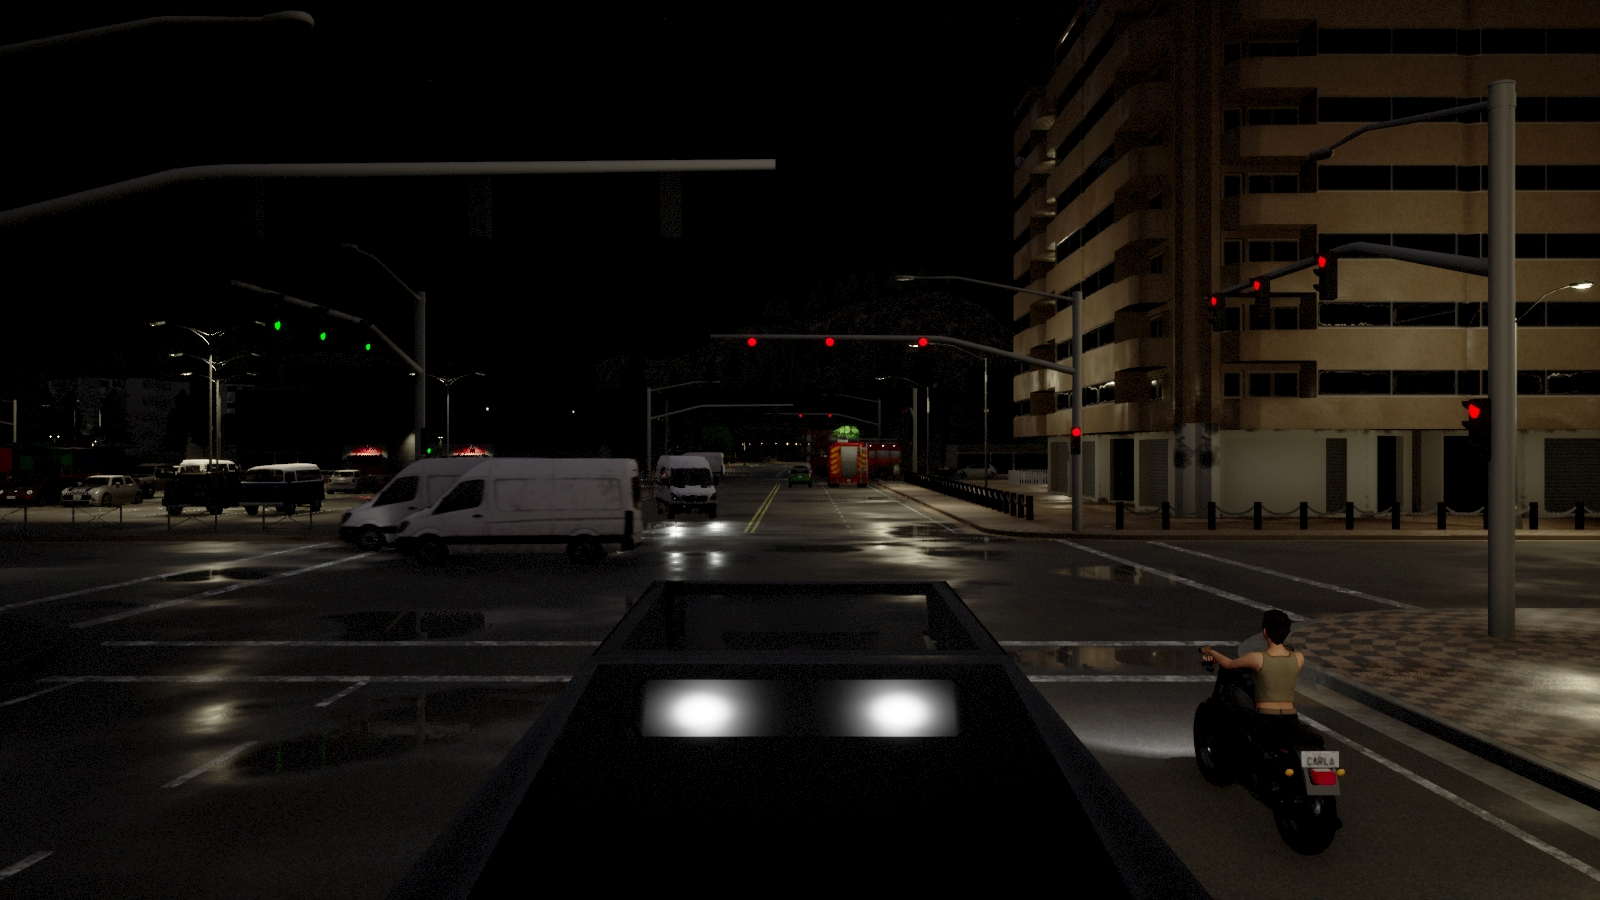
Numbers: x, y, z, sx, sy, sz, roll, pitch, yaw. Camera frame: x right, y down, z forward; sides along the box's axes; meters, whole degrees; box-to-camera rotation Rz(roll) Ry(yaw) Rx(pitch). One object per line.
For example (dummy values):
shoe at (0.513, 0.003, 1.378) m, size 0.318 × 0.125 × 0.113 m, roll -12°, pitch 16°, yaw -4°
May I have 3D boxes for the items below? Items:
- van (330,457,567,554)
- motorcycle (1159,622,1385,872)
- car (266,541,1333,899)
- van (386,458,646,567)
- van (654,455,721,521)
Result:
van at (-9.601, 1.488, 31.567) m, size 5.915 × 2.561 × 1.988 m, roll 0°, pitch 0°, yaw -1°
motorcycle at (3.502, 2.151, 8.762) m, size 0.764 × 1.307 × 2.356 m, roll 0°, pitch 0°, yaw 0°
car at (0.000, 1.751, 5.696) m, size 2.390 × 2.098 × 6.274 m, roll 0°, pitch 0°, yaw 0°
van at (-6.867, 1.493, 28.101) m, size 5.915 × 2.561 × 1.988 m, roll 0°, pitch 0°, yaw -1°
van at (-4.814, 1.517, 48.008) m, size 1.988 × 2.561 × 5.915 m, roll 0°, pitch 0°, yaw -14°
